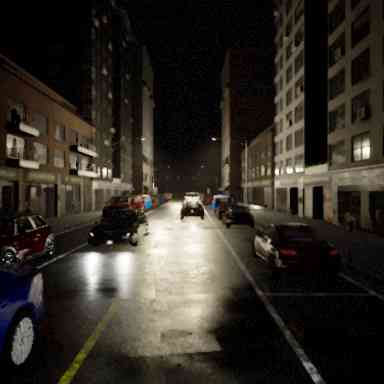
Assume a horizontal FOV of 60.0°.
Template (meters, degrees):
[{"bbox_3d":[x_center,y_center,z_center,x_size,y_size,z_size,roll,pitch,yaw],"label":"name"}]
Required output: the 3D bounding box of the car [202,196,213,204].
[{"bbox_3d":[2.851,1.430,60.844,1.752,1.417,4.829,0,0,0],"label":"car"}]

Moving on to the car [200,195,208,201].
[{"bbox_3d":[2.849,1.413,77.809,1.752,1.417,4.829,0,0,0],"label":"car"}]

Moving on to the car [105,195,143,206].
[{"bbox_3d":[-5.672,1.245,26.756,2.192,1.841,5.009,0,0,0],"label":"car"}]

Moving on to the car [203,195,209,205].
[{"bbox_3d":[2.852,1.497,49.364,1.802,1.307,4.206,0,0,0],"label":"car"}]

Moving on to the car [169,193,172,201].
[{"bbox_3d":[-5.676,1.445,66.353,1.887,1.381,4.507,0,0,0],"label":"car"}]

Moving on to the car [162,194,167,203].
[{"bbox_3d":[-5.674,1.493,55.040,1.802,1.307,4.206,0,0,0],"label":"car"}]

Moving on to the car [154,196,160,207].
[{"bbox_3d":[-5.673,1.502,43.726,1.802,1.307,4.206,0,0,0],"label":"car"}]

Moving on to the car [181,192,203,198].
[{"bbox_3d":[0.074,1.135,45.039,2.150,2.045,5.566,0,-1,1],"label":"car"}]

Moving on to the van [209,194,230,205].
[{"bbox_3d":[2.852,1.267,32.399,1.690,1.788,3.998,0,0,0],"label":"van"}]

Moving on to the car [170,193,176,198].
[{"bbox_3d":[-5.677,1.203,77.666,2.192,1.841,5.009,0,0,0],"label":"car"}]

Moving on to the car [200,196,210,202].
[{"bbox_3d":[2.850,1.460,71.984,1.947,1.339,4.313,0,0,0],"label":"car"}]

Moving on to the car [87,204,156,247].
[{"bbox_3d":[-3.074,1.499,15.101,2.033,1.411,5.357,0,0,0],"label":"car"}]

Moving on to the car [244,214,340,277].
[{"bbox_3d":[2.857,1.549,9.784,1.802,1.307,4.206,0,0,0],"label":"car"}]

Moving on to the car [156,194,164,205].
[{"bbox_3d":[-5.674,1.441,49.213,1.752,1.417,4.829,0,0,0],"label":"car"}]

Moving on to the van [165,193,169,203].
[{"bbox_3d":[-5.675,1.247,60.695,1.690,1.788,3.998,0,0,0],"label":"van"}]

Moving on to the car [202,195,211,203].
[{"bbox_3d":[2.850,1.425,66.499,1.752,1.417,4.829,0,0,0],"label":"car"}]

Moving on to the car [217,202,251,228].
[{"bbox_3d":[2.855,1.518,21.090,1.802,1.307,4.206,0,0,0],"label":"car"}]

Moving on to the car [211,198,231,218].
[{"bbox_3d":[2.853,1.474,26.744,1.887,1.381,4.507,0,0,0],"label":"car"}]

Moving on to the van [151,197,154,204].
[{"bbox_3d":[-5.674,1.265,38.070,1.690,1.788,3.998,0,0,0],"label":"van"}]

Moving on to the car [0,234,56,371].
[{"bbox_3d":[-3.089,1.468,2.805,1.882,1.535,5.008,0,0,0],"label":"car"}]

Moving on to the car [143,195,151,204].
[{"bbox_3d":[-5.673,1.242,32.413,2.192,1.841,5.009,0,0,0],"label":"car"}]

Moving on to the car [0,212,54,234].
[{"bbox_3d":[-5.668,1.408,9.791,1.967,1.590,4.097,0,0,0],"label":"car"}]

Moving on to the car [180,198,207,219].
[{"bbox_3d":[0.041,1.493,28.197,1.994,1.385,4.181,0,0,0],"label":"car"}]
